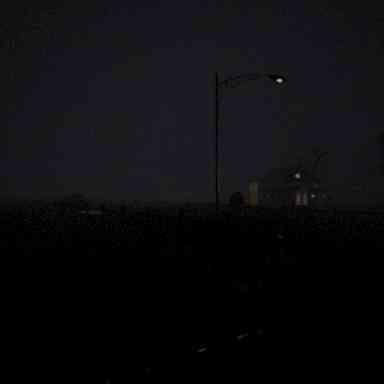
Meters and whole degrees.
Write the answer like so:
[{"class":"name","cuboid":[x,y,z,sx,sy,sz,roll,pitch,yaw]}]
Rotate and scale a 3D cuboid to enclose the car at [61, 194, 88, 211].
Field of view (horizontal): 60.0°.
[{"class":"car","cuboid":[-14.852,1.245,42.013,2.150,2.045,5.566,-1,0,-37]}]
